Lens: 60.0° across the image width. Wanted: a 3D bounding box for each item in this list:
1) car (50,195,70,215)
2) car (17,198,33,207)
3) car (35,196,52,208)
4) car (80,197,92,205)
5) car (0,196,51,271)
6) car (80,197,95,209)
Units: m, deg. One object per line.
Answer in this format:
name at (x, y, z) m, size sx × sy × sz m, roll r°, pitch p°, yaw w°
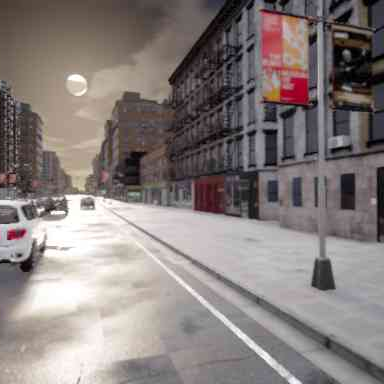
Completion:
car at (-14.293, 1.365, 35.502) m, size 2.150 × 2.045 × 5.566 m, roll 0°, pitch 0°, yaw -18°
car at (-28.101, 1.772, 56.095) m, size 1.812 × 1.442 × 4.674 m, roll 0°, pitch 0°, yaw -18°
car at (-23.944, 1.578, 53.818) m, size 2.097 × 1.767 × 4.553 m, roll 0°, pitch 0°, yaw -18°
car at (-21.214, 1.762, 66.363) m, size 2.128 × 1.511 × 4.902 m, roll 0°, pitch 0°, yaw -18°
car at (-6.114, 1.275, 10.850) m, size 2.150 × 2.045 × 5.566 m, roll 0°, pitch 0°, yaw -18°
car at (-15.678, 1.530, 49.999) m, size 2.097 × 1.767 × 4.553 m, roll 0°, pitch 0°, yaw -18°
